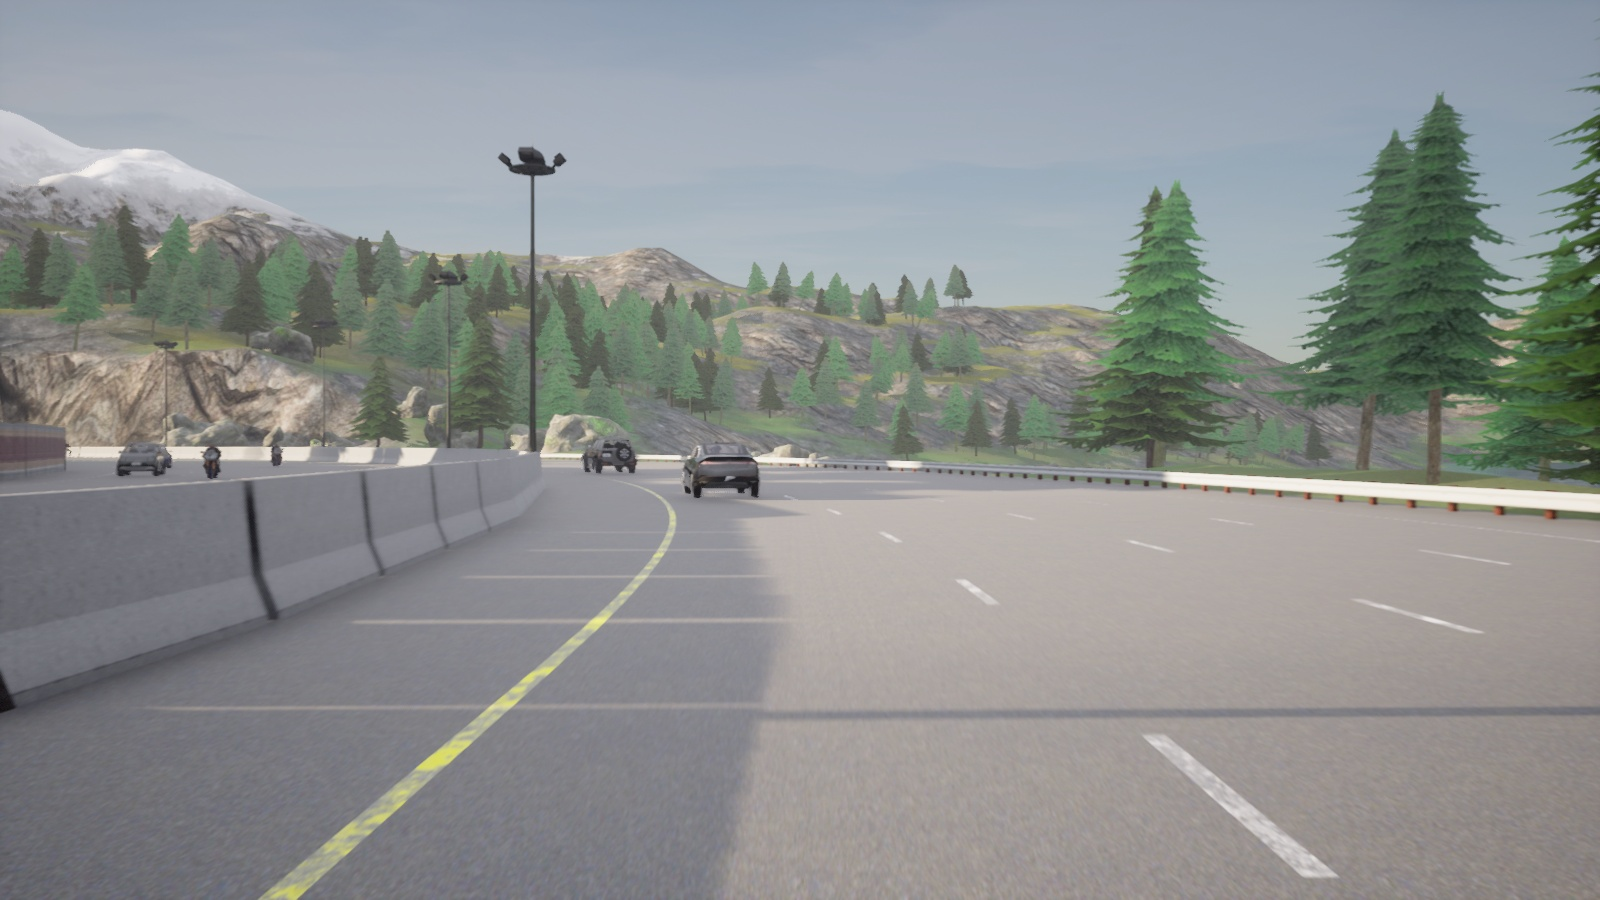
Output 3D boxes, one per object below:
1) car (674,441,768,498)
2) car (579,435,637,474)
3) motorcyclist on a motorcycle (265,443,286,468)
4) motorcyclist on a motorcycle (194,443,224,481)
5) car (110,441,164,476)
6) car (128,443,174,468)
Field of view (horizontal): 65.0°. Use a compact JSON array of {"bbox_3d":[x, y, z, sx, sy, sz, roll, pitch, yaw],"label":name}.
[{"bbox_3d":[-2.329,0.502,35.682,2.128,1.511,4.902,0,0,-10],"label":"car"},{"bbox_3d":[-9.547,0.210,62.145,1.932,1.855,4.605,0,0,-21],"label":"car"},{"bbox_3d":[-33.062,0.317,79.153,0.866,1.530,2.191,-1,1,-31],"label":"motorcyclist on a motorcycle"},{"bbox_3d":[-24.528,0.473,52.162,0.866,1.530,2.191,-1,1,-19],"label":"motorcyclist on a motorcycle"},{"bbox_3d":[-30.184,0.384,57.263,1.789,1.549,3.705,0,0,-22],"label":"car"},{"bbox_3d":[-38.841,0.300,75.072,2.163,1.488,4.792,0,0,-30],"label":"car"}]
